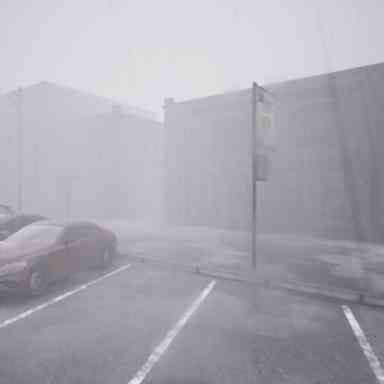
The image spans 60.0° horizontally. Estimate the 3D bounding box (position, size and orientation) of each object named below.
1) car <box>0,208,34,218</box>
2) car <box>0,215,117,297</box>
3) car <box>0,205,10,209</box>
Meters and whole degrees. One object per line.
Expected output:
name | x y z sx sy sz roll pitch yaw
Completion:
car | -6.073 1.439 10.401 2.163 1.488 4.792 1 0 16
car | -3.624 1.471 8.682 2.002 1.452 4.674 1 0 16
car | -8.491 1.266 12.210 2.185 1.767 4.553 1 0 16
